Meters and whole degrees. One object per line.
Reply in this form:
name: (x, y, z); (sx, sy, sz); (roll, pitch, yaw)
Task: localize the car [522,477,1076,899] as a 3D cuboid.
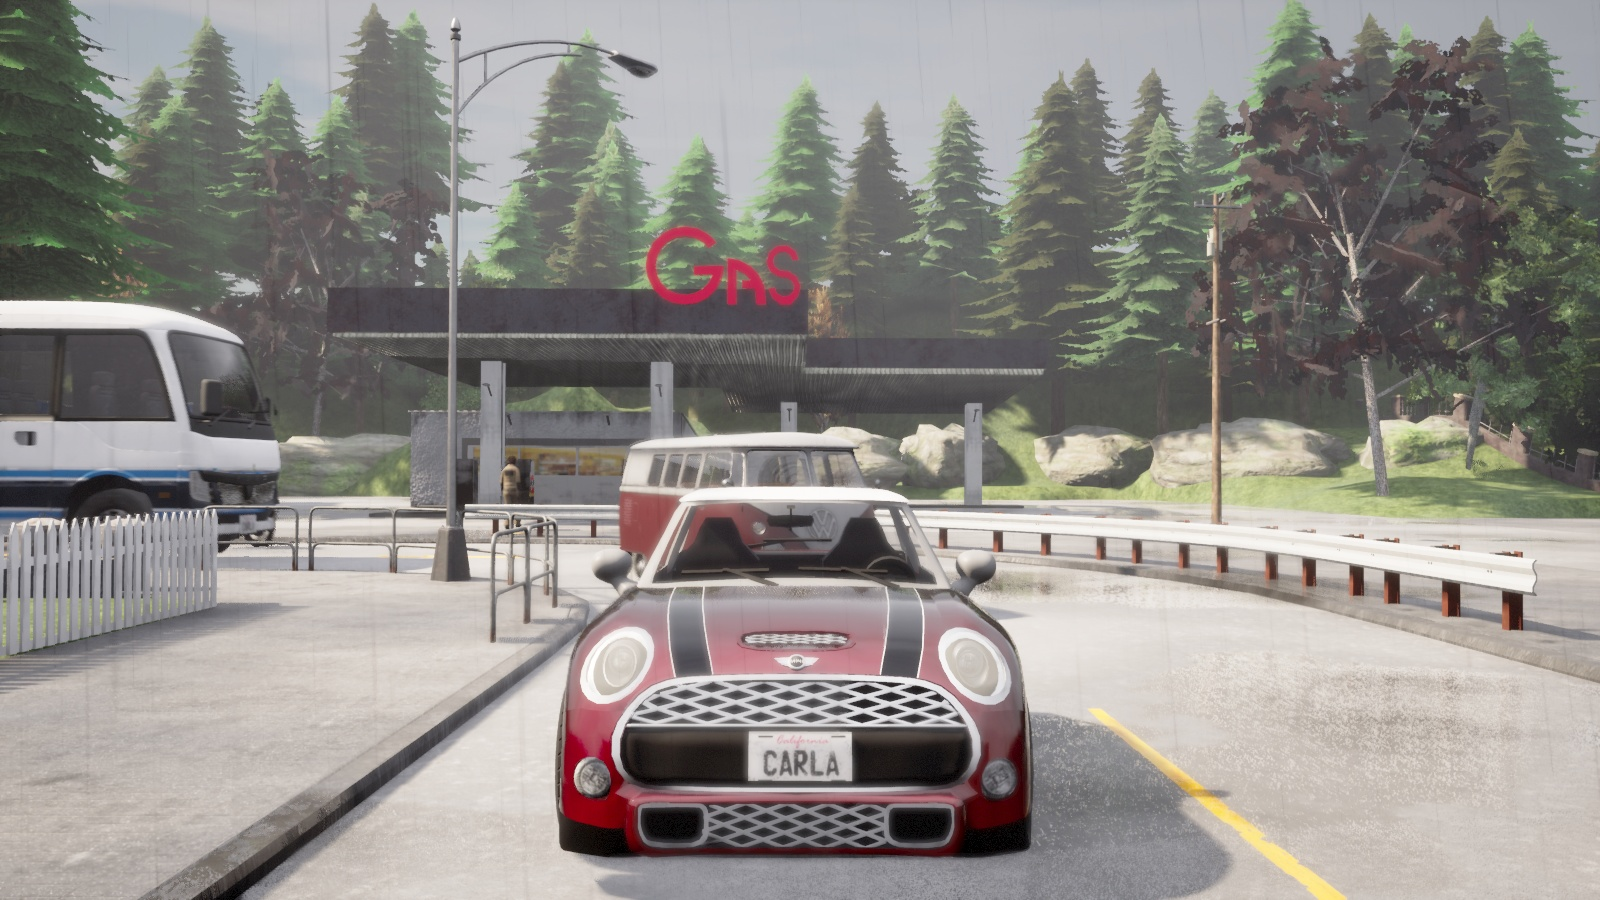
car: (-0.025, 0.887, 6.378); (1.970, 1.475, 3.806); (0, -1, -1)

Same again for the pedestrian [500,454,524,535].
pedestrian: (-6.969, 1.061, 30.377); (0.396, 1.930, 0.692); (0, -1, 3)

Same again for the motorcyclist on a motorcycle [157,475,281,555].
motorcyclist on a motorcycle: (-11.358, 1.254, 24.593); (2.044, 1.523, 0.797); (0, -1, 0)

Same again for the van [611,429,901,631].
van: (-0.702, 0.816, 14.767); (1.775, 1.987, 4.442); (0, -1, -26)

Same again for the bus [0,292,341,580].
bus: (-13.390, -0.164, 20.581); (10.273, 4.253, 3.944); (0, -1, 0)
